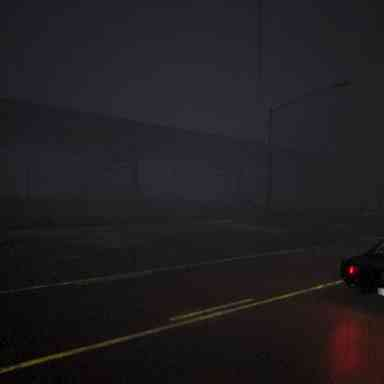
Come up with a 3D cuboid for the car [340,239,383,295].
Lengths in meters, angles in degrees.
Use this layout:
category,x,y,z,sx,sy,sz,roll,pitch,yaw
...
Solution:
category,x,y,z,sx,sy,sz,roll,pitch,yaw
car,5.594,1.687,7.762,4.718,1.301,1.895,0,0,-35
